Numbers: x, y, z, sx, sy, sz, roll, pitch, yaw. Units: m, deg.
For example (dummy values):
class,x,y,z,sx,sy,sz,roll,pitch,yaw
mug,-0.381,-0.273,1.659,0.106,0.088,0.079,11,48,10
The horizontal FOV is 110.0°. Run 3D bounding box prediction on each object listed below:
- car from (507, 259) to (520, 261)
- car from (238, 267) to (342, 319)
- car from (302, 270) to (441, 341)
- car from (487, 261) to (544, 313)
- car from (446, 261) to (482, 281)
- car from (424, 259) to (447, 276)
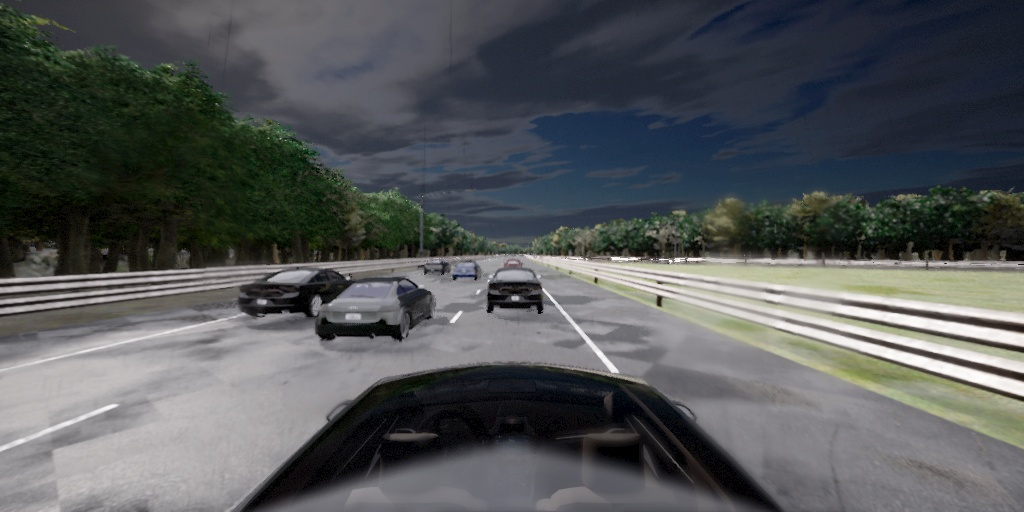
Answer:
class,x,y,z,sx,sy,sz,roll,pitch,yaw
car,0.120,1.031,34.400,1.812,1.442,4.674,0,0,0
car,-6.896,1.131,12.375,1.882,1.535,5.008,0,0,0
car,-3.398,1.251,9.681,1.994,1.385,4.181,0,0,0
car,0.107,1.134,13.564,1.882,1.535,5.008,0,0,0
car,-3.386,1.099,27.730,2.033,1.411,5.357,0,0,0
car,-6.882,1.004,33.432,2.128,1.511,4.902,0,0,0
